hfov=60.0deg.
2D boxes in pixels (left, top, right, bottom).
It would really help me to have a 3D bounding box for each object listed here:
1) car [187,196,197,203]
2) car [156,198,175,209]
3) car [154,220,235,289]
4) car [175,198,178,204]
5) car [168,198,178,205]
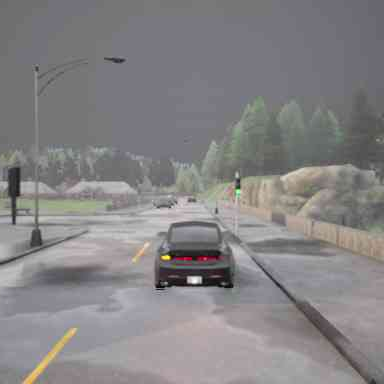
[{"bbox_3d":[0.007,1.641,70.626,1.882,1.535,5.008,0,0,0],"label":"car"},{"bbox_3d":[-4.090,1.786,49.374,1.994,1.385,4.181,0,0,0],"label":"car"},{"bbox_3d":[0.068,1.549,9.245,1.837,1.490,4.892,0,0,0],"label":"car"},{"bbox_3d":[-4.072,1.772,59.389,1.837,1.490,4.892,0,0,0],"label":"car"},{"bbox_3d":[-3.993,1.907,69.571,1.895,1.301,4.718,0,0,0],"label":"car"}]
